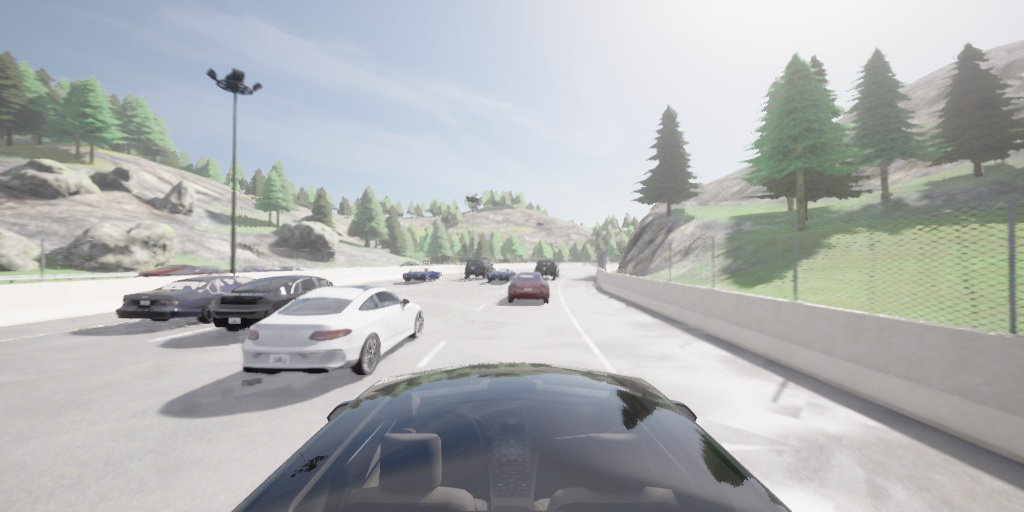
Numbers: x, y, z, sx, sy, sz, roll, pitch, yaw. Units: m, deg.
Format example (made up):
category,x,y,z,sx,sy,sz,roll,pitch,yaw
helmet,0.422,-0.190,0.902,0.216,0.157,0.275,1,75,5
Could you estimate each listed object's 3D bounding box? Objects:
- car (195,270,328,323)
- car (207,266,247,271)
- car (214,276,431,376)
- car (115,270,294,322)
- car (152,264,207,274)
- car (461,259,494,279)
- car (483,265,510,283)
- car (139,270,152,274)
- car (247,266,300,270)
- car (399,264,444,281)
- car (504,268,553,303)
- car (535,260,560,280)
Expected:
category,x,y,z,sx,sy,sz,roll,pitch,yaw
car,-6.609,1.336,11.114,1.837,1.490,4.892,0,0,3
car,-22.465,1.533,30.820,2.033,1.411,5.357,0,-1,8
car,-3.256,1.327,7.442,1.812,1.442,4.674,0,0,2
car,-10.074,1.377,12.493,2.033,1.411,5.357,0,-1,3
car,-26.098,1.509,30.063,2.033,1.411,5.357,0,-1,8
car,-3.326,1.375,38.092,2.150,2.045,5.566,0,-1,12
car,-0.860,1.693,31.946,1.895,1.301,4.718,0,-1,9
car,-29.418,1.440,31.396,1.882,1.535,5.008,0,-1,9
car,-19.053,1.552,29.679,1.994,1.385,4.181,0,-1,8
car,-7.928,1.665,32.124,1.895,1.301,4.718,0,-1,9
car,0.920,1.508,18.285,1.994,1.385,4.181,0,-1,5
car,3.783,1.404,37.904,2.150,2.045,5.566,0,-1,12
